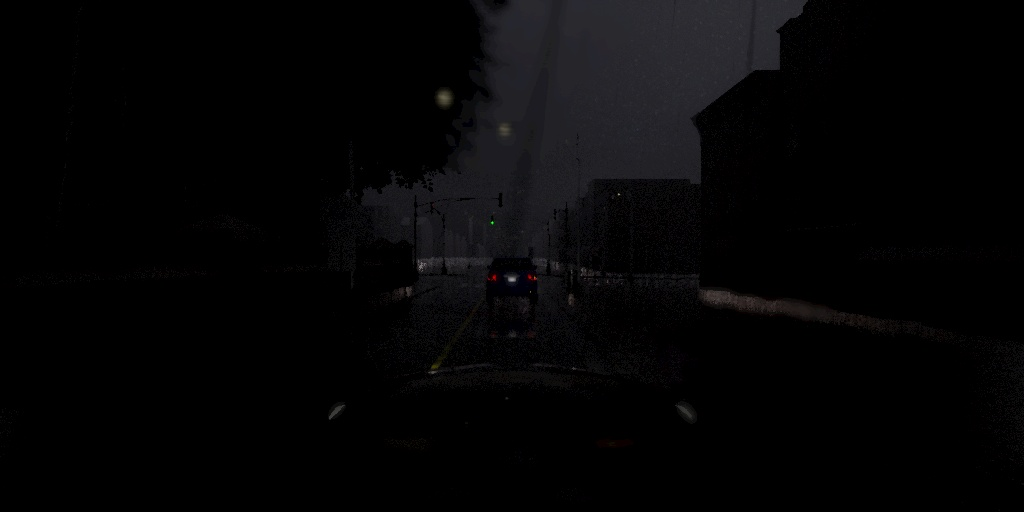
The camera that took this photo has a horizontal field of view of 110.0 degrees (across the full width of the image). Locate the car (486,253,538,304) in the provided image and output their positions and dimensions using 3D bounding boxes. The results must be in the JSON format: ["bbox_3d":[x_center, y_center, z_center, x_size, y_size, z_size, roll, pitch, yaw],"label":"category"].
[{"bbox_3d":[0.000,1.006,16.530,2.150,2.045,5.566,0,0,0],"label":"car"}]
